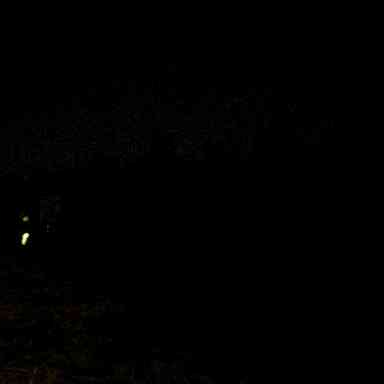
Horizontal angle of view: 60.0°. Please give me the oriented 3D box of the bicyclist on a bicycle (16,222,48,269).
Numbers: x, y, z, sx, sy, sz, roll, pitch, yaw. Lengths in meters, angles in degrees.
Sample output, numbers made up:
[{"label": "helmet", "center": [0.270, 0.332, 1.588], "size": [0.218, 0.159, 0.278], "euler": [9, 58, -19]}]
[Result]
[{"label": "bicyclist on a bicycle", "center": [-5.199, 1.859, 11.618], "size": [1.656, 1.620, 0.582], "euler": [3, -3, -36]}]
